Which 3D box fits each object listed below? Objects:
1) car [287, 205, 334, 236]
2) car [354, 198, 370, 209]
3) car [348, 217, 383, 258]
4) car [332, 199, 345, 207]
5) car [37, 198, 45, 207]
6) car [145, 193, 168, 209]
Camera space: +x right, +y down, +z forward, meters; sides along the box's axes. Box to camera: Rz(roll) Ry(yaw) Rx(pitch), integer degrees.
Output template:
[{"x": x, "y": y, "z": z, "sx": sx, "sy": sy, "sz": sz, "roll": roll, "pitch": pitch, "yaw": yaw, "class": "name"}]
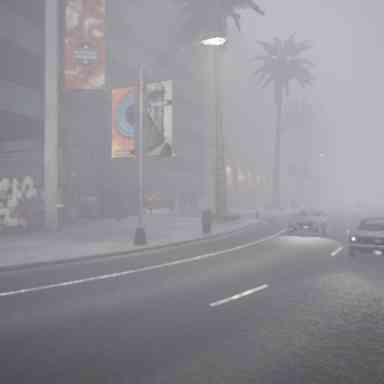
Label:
[{"x": 6.777, "y": 1.640, "z": 18.971, "sx": 1.994, "sy": 1.385, "sz": 4.181, "roll": 0, "pitch": 0, "yaw": 27, "class": "car"}, {"x": 25.678, "y": 1.729, "z": 50.220, "sx": 1.837, "sy": 1.490, "sz": 4.892, "roll": 0, "pitch": 0, "yaw": 26, "class": "car"}, {"x": 7.160, "y": 1.659, "z": 12.602, "sx": 1.895, "sy": 1.301, "sz": 4.718, "roll": 0, "pitch": 0, "yaw": 32, "class": "car"}, {"x": 25.238, "y": 1.846, "z": 57.340, "sx": 1.895, "sy": 1.301, "sz": 4.718, "roll": 0, "pitch": 0, "yaw": 26, "class": "car"}, {"x": -22.245, "y": 1.540, "z": 50.191, "sx": 1.895, "sy": 1.301, "sz": 4.718, "roll": 0, "pitch": 0, "yaw": 26, "class": "car"}, {"x": -5.207, "y": 1.137, "z": 42.937, "sx": 2.435, "sy": 2.045, "sz": 5.566, "roll": 0, "pitch": 0, "yaw": 26, "class": "car"}]
